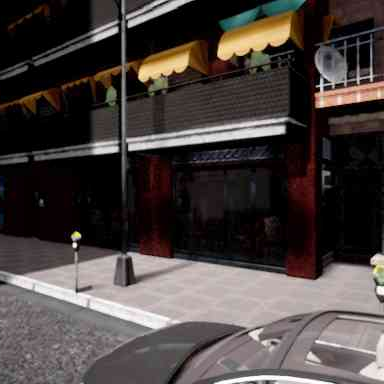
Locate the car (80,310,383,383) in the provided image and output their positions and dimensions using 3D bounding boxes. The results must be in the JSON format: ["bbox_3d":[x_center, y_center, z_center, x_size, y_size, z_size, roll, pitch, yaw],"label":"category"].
[{"bbox_3d":[1.007,1.552,2.153,4.403,1.369,2.008,0,0,36],"label":"car"}]
